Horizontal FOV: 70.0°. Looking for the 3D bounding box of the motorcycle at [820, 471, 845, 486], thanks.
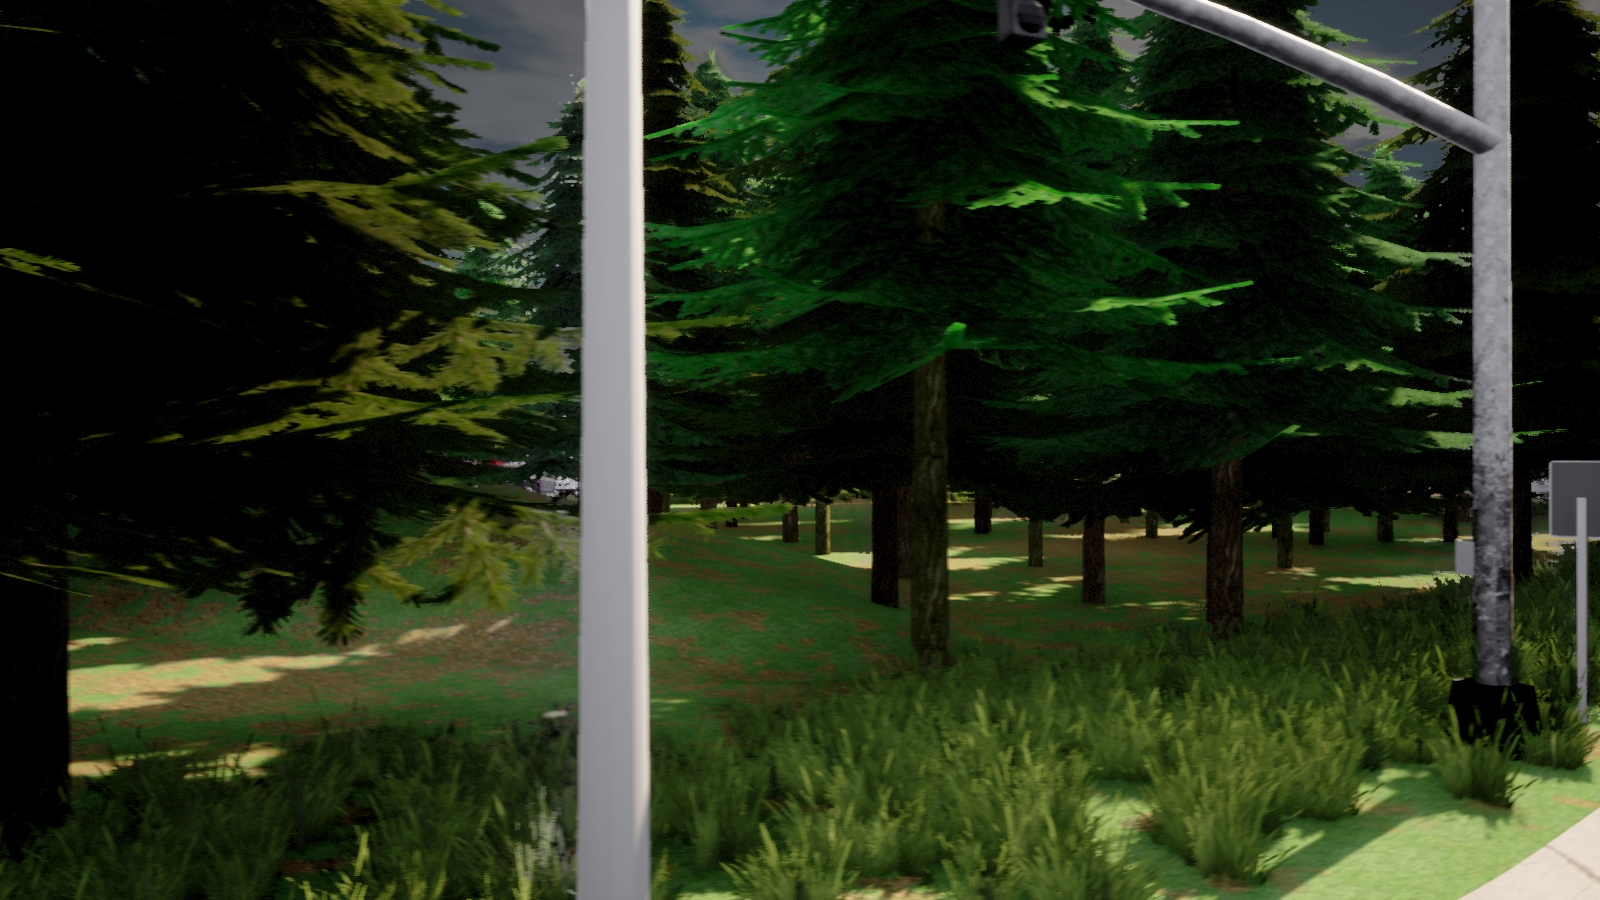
[{"bbox_3d":[2.803,2.426,98.801,0.867,1.251,2.209,0,0,-42],"label":"motorcycle"}]
